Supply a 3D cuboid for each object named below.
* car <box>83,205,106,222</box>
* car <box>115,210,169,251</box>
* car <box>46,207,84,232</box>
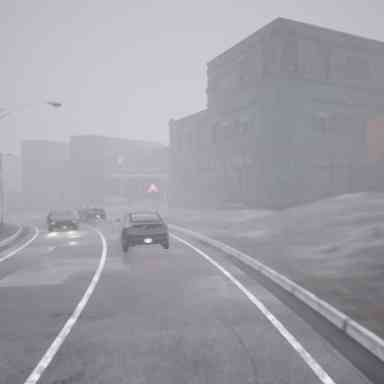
[{"bbox_3d":[-9.664,1.974,31.734,1.837,1.490,4.892,-2,-1,-31],"label":"car"},{"bbox_3d":[-2.238,1.575,14.681,1.837,1.490,4.892,-1,0,-15],"label":"car"},{"bbox_3d":[-9.187,1.910,23.449,2.033,1.411,5.357,-2,-1,-25],"label":"car"}]
